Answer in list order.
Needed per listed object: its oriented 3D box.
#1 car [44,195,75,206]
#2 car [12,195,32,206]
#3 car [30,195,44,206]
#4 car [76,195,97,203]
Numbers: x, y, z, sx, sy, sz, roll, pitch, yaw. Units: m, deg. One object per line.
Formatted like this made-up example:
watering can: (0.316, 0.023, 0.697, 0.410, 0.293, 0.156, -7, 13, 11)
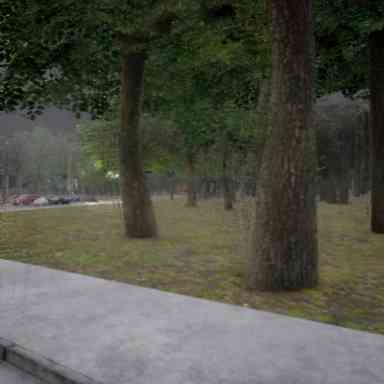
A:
car: (-23.797, 1.684, 59.914, 1.882, 1.535, 5.008, -1, 0, 11)
car: (-30.252, 1.520, 60.821, 2.150, 2.045, 5.566, -1, 0, 12)
car: (-26.904, 1.778, 60.939, 1.812, 1.442, 4.674, -1, 0, 11)
car: (-21.729, 1.561, 70.138, 2.128, 1.511, 4.902, -1, 0, 11)
